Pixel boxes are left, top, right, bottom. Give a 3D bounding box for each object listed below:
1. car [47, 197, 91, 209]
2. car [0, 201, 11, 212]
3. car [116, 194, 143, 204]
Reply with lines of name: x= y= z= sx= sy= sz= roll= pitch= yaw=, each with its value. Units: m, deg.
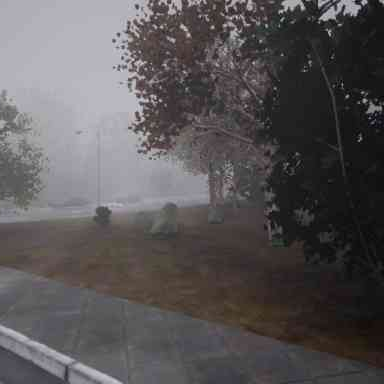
car: x=-15.903 y=1.354 z=43.290 sx=2.033 sy=1.411 sz=5.357 roll=0 pitch=2 yaw=39
car: x=-22.141 y=1.531 z=35.548 sx=1.837 sy=1.490 sz=4.892 roll=0 pitch=1 yaw=39
car: x=-9.619 y=0.982 z=51.069 sx=1.994 sy=1.385 sz=4.181 roll=0 pitch=3 yaw=39
